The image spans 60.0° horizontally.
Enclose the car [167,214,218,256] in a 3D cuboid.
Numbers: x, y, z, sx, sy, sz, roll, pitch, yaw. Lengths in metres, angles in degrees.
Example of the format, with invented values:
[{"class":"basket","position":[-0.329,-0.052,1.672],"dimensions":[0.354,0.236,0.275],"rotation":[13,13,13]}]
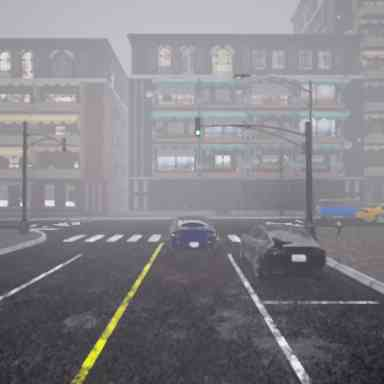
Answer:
[{"class":"car","position":[-0.043,1.629,13.608],"dimensions":[1.812,1.442,4.674],"rotation":[0,0,-3]}]

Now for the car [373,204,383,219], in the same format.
[{"class":"car","position":[18.719,1.724,29.690],"dimensions":[4.206,1.307,1.802],"rotation":[0,-1,0]}]

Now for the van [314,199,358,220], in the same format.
[{"class":"van","position":[13.077,1.517,29.661],"dimensions":[3.998,1.788,1.690],"rotation":[0,-1,0]}]

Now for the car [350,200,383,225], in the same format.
[{"class":"car","position":[14.686,1.546,24.333],"dimensions":[5.008,1.535,1.882],"rotation":[0,-1,0]}]

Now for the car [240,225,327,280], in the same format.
[{"class":"car","position":[2.571,1.643,10.084],"dimensions":[1.947,1.339,4.313],"rotation":[1,0,0]}]
